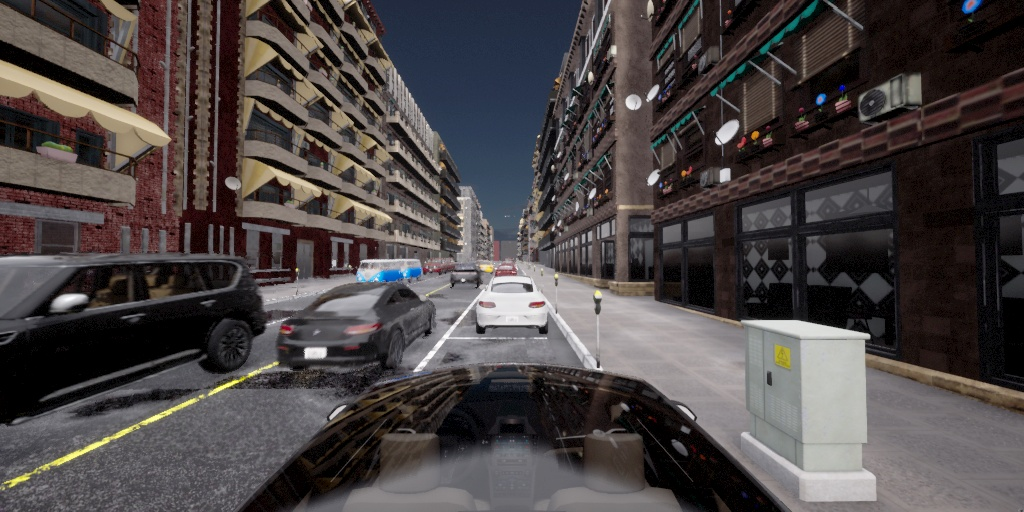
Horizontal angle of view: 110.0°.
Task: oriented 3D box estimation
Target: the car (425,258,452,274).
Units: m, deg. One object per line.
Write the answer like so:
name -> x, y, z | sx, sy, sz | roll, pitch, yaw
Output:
car -> -8.336, 1.115, 39.194 | 2.192, 1.841, 5.009 | 0, 0, 0

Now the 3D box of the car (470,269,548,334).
car -> 0.003, 1.281, 10.503 | 1.812, 1.442, 4.674 | 0, 0, 0

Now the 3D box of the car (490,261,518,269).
car -> -0.453, 1.322, 28.072 | 1.888, 1.381, 4.507 | 0, 0, 0

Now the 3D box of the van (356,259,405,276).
van -> -8.336, 1.108, 22.602 | 1.690, 1.789, 3.998 | 0, 0, 0

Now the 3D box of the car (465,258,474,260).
car -> -5.773, 1.387, 48.646 | 1.837, 1.490, 4.892 | 0, 0, 0

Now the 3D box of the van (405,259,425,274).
van -> -8.336, 1.118, 28.134 | 1.690, 1.789, 3.998 | 0, 0, 0

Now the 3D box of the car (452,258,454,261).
car -> -8.337, 1.128, 44.724 | 2.192, 1.841, 5.009 | 0, 0, 0

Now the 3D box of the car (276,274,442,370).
car -> -2.927, 1.279, 7.640 | 1.812, 1.442, 4.674 | 0, 0, 0

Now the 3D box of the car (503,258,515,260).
car -> -0.446, 1.240, 39.134 | 1.967, 1.591, 4.097 | 0, 0, 0

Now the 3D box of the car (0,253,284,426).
car -> -5.871, 0.973, 4.689 | 2.150, 2.045, 5.566 | 0, 0, 0

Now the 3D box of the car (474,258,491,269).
car -> -3.021, 1.263, 41.989 | 1.801, 1.575, 5.366 | 0, 0, 0

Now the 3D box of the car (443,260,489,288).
car -> -2.921, 1.261, 24.033 | 2.128, 1.511, 4.902 | 0, 0, 0
